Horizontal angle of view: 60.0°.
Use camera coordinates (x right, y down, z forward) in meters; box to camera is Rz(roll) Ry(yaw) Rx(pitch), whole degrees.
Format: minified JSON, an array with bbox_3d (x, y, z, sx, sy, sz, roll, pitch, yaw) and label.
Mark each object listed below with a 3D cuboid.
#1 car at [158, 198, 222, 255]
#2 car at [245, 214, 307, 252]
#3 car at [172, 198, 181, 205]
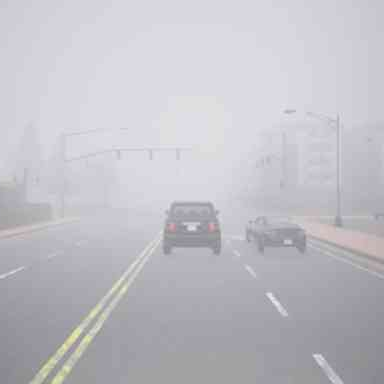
[{"bbox_3d":[0.003,1.350,14.030,2.150,2.045,5.566,0,0,0],"label":"car"},{"bbox_3d":[3.507,1.663,14.398,1.812,1.442,4.674,0,0,0],"label":"car"},{"bbox_3d":[-3.484,2.204,76.635,1.882,1.535,5.008,0,-1,0],"label":"car"}]
